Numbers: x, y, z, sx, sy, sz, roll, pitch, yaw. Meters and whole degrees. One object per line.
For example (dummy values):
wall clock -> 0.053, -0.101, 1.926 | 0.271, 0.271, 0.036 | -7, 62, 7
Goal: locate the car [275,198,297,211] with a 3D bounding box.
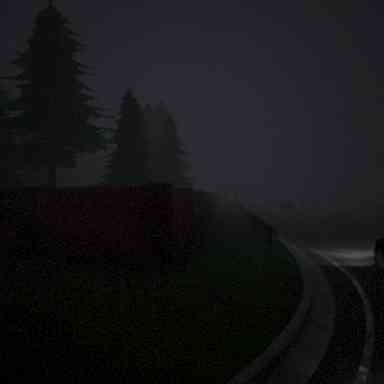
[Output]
car -> 14.661, 2.123, 52.122 | 1.882, 1.535, 5.008 | 0, -1, 6

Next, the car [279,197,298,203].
car -> 19.870, 2.201, 68.587 | 2.097, 1.767, 4.553 | 0, -1, 6

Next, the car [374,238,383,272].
car -> 6.324, 1.571, 8.184 | 1.882, 1.535, 5.008 | 0, -1, 6

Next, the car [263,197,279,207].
car -> 16.395, 2.339, 69.003 | 1.882, 1.535, 5.008 | 0, -1, 6

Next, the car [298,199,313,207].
car -> 23.332, 2.382, 68.026 | 1.994, 1.385, 4.181 | 0, -1, 6

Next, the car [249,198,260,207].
car -> 12.755, 2.453, 67.833 | 1.895, 1.301, 4.718 | 0, -1, 6
